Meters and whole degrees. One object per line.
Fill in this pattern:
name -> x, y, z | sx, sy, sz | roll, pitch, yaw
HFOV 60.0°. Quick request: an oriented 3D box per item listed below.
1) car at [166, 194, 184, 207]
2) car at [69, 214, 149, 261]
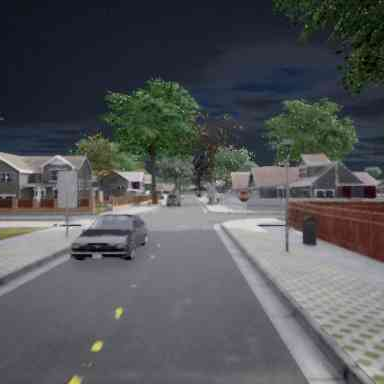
car -> -2.741, 1.304, 50.687 | 2.150, 2.045, 5.566 | 0, 2, 0
car -> -2.812, 1.539, 12.557 | 2.033, 1.411, 5.357 | 0, 0, 0
